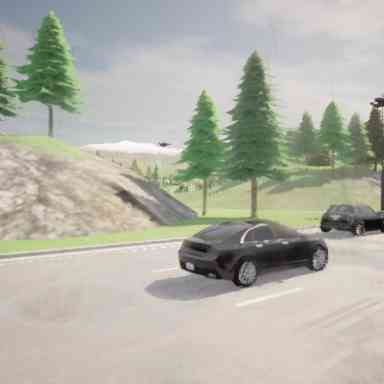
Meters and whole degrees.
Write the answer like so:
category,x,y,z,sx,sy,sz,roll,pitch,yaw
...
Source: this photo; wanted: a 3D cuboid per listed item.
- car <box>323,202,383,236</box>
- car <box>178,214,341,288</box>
category,x,y,z,sx,sy,sz,roll,pitch,yaw
car,9.444,1.451,19.124,4.553,1.767,2.097,0,0,-36
car,1.922,1.546,9.431,4.892,1.490,1.837,0,0,-36
